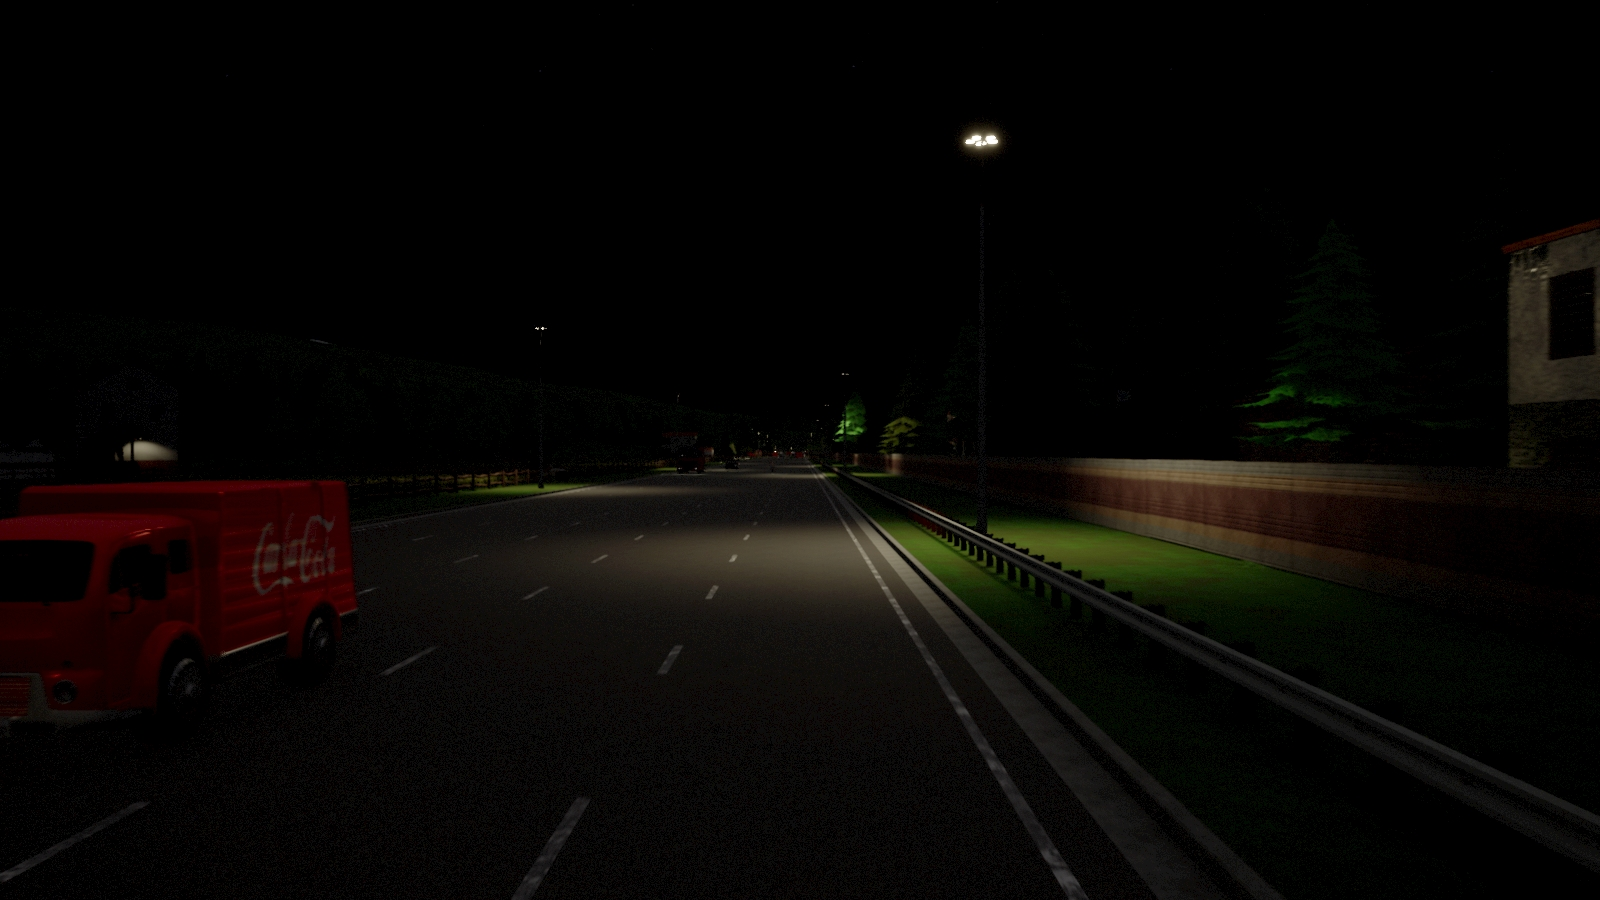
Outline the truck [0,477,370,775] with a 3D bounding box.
[{"bbox_3d":[-7.000,1.591,12.519,2.627,2.467,5.204,0,0,0],"label":"truck"}]
